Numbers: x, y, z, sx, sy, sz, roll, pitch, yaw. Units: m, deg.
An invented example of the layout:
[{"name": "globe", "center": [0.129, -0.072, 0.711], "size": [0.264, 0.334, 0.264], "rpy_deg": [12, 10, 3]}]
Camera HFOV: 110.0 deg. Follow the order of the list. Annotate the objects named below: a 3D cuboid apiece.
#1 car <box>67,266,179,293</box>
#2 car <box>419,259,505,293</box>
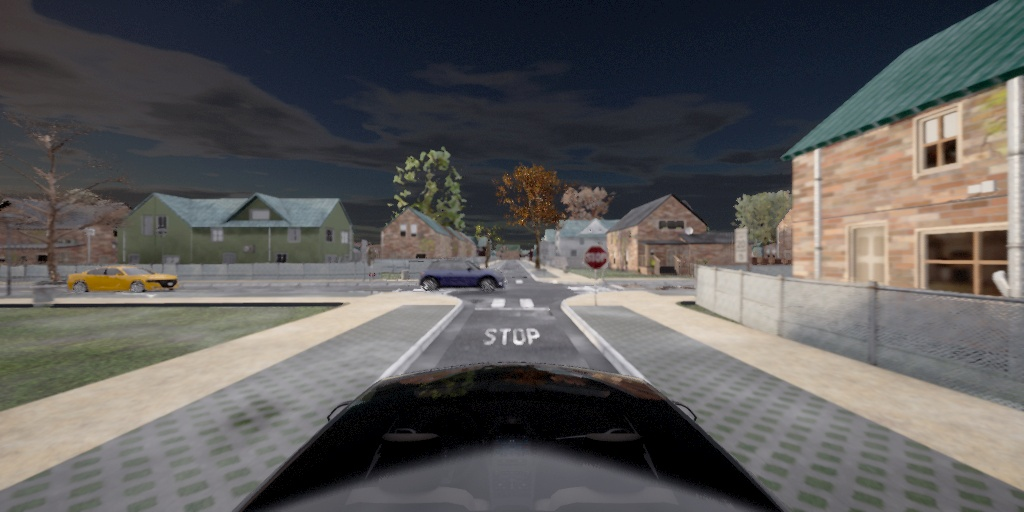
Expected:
[{"name": "car", "center": [-21.441, 1.295, 19.903], "size": [5.008, 1.535, 1.882], "rpy_deg": [0, 0, 1]}, {"name": "car", "center": [-2.669, 1.002, 19.673], "size": [4.553, 1.767, 2.097], "rpy_deg": [0, 0, 1]}]
